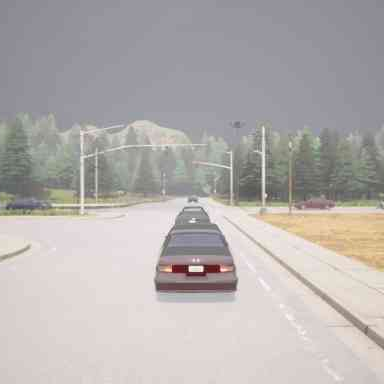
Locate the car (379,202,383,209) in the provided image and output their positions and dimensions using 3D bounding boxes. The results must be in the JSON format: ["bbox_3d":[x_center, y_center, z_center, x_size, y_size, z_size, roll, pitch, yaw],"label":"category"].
[{"bbox_3d":[25.042,1.391,40.013,4.674,1.442,1.812,0,0,1],"label":"car"}]

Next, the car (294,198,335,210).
[{"bbox_3d":[14.763,1.430,40.209,4.674,1.442,1.812,0,0,1],"label":"car"}]

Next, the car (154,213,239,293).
[{"bbox_3d":[0.085,1.535,8.971,2.033,1.411,5.357,0,0,0],"label":"car"}]

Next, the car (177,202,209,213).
[{"bbox_3d":[0.067,1.530,19.578,1.994,1.385,4.181,0,0,1],"label":"car"}]

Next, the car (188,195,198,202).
[{"bbox_3d":[0.148,1.485,68.062,1.895,1.301,4.718,0,0,0],"label":"car"}]

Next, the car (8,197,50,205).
[{"bbox_3d":[-18.040,1.386,37.140,4.553,1.767,2.097,0,0,1],"label":"car"}]

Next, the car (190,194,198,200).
[{"bbox_3d":[0.626,1.394,91.841,1.994,1.385,4.181,0,0,2],"label":"car"}]
